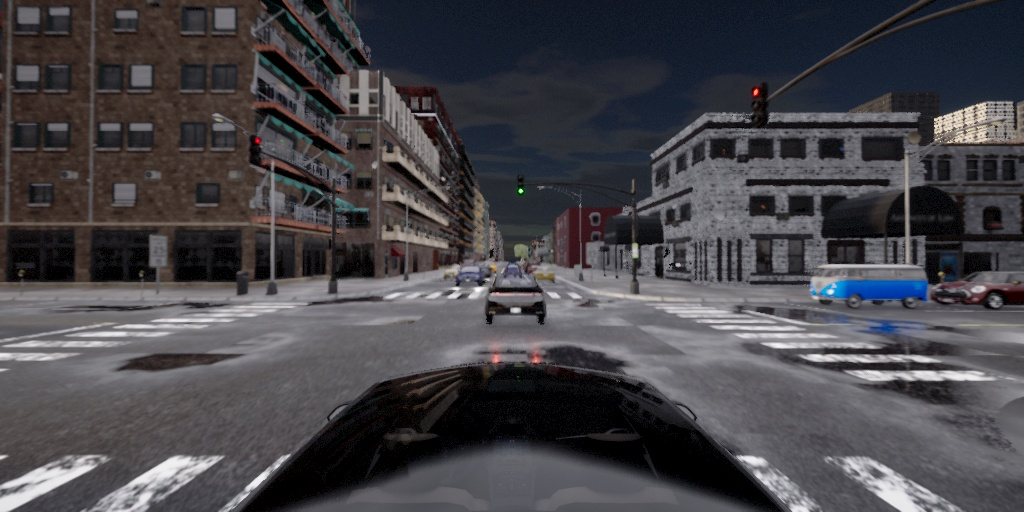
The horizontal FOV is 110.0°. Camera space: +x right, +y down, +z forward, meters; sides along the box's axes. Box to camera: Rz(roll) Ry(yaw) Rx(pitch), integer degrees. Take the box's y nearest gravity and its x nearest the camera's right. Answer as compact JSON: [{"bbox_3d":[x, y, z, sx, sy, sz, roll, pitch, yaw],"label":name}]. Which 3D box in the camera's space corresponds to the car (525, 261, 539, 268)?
[{"bbox_3d":[2.699,1.597,41.731,1.802,1.307,4.207,0,0,0],"label":"car"}]

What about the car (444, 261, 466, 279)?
[{"bbox_3d":[-5.683,1.504,36.023,1.751,1.417,4.829,0,0,0],"label":"car"}]

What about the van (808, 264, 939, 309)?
[{"bbox_3d":[14.900,1.243,15.130,3.998,1.789,1.690,0,0,0],"label":"van"}]

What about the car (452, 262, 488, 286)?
[{"bbox_3d":[-3.082,1.445,27.316,1.812,1.442,4.674,0,0,0],"label":"car"}]

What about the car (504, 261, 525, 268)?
[{"bbox_3d":[0.094,1.518,38.413,1.812,1.442,4.674,0,0,0],"label":"car"}]

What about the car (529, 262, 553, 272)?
[{"bbox_3d":[2.697,1.465,30.824,1.751,1.417,4.829,0,0,0],"label":"car"}]

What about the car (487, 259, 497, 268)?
[{"bbox_3d":[-3.063,1.539,48.214,1.882,1.535,5.008,0,0,1],"label":"car"}]

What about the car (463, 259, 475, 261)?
[{"bbox_3d":[-5.681,1.370,47.272,2.192,1.841,5.009,0,0,0],"label":"car"}]

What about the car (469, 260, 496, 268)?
[{"bbox_3d":[-3.074,1.477,37.221,2.128,1.511,4.902,0,0,0],"label":"car"}]

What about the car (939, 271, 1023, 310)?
[{"bbox_3d":[20.424,1.359,15.142,4.097,1.591,1.967,0,0,0],"label":"car"}]

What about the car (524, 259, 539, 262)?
[{"bbox_3d":[2.700,1.368,47.270,2.192,1.841,5.009,0,0,0],"label":"car"}]

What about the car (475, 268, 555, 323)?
[{"bbox_3d":[0.107,1.323,12.421,2.128,1.511,4.902,0,-1,0],"label":"car"}]
